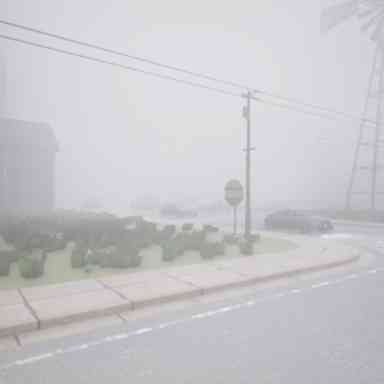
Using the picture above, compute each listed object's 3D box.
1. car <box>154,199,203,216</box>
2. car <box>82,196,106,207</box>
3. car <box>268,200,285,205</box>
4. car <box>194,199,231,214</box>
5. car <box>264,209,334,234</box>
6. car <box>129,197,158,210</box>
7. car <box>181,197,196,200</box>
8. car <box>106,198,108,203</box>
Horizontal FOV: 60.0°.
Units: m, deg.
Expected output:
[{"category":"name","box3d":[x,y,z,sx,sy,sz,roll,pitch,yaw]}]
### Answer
[{"category":"car","box3d":[-1.346,1.697,31.189,1.812,1.442,4.674,1,0,-37]},{"category":"car","box3d":[-14.876,1.733,49.563,1.994,1.385,4.181,1,-1,-36]},{"category":"car","box3d":[12.332,1.905,48.042,3.905,1.438,1.784,1,0,-36]},{"category":"car","box3d":[2.653,1.759,39.484,4.193,1.474,1.816,1,0,-36]},{"category":"car","box3d":[6.464,1.737,20.488,1.994,1.385,4.181,1,0,-34]},{"category":"car","box3d":[-6.824,1.770,44.775,1.994,1.385,4.181,1,0,-37]},{"category":"car","box3d":[-1.084,1.690,66.081,4.605,1.855,1.932,1,0,-36]},{"category":"car","box3d":[-20.057,1.723,69.567,4.611,1.667,2.242,1,0,-36]}]
